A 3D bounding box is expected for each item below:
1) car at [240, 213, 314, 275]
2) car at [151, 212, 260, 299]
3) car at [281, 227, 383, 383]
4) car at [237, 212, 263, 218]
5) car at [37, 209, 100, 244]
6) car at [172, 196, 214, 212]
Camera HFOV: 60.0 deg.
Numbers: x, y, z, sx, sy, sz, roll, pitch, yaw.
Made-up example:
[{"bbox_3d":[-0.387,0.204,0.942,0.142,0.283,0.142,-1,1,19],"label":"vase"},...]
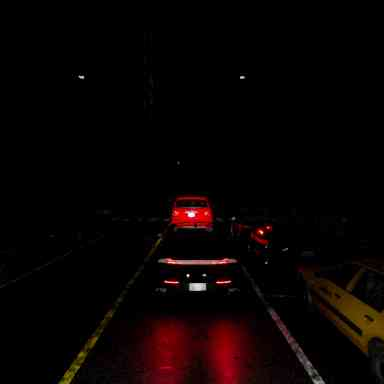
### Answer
[{"bbox_3d":[2.863,1.562,10.228,1.947,1.339,4.313,-1,0,0],"label":"car"},{"bbox_3d":[0.096,1.489,8.400,2.128,1.511,4.902,0,0,0],"label":"car"},{"bbox_3d":[2.864,1.524,4.812,1.752,1.417,4.829,-1,0,0],"label":"car"},{"bbox_3d":[2.861,1.576,15.814,1.802,1.307,4.206,-1,0,0],"label":"car"},{"bbox_3d":[-5.685,1.539,15.808,1.887,1.381,4.507,-1,0,0],"label":"car"},{"bbox_3d":[0.061,1.214,18.749,2.150,2.045,5.566,0,0,2],"label":"car"}]
